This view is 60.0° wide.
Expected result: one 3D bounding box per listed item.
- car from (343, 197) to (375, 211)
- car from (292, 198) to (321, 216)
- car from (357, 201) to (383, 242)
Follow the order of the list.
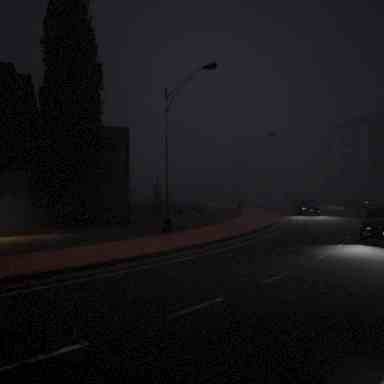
[{"bbox_3d":[17.979,1.239,35.708,2.128,1.511,4.902,0,0,1],"label":"car"},{"bbox_3d":[10.472,1.336,30.665,1.837,1.490,4.892,0,0,7],"label":"car"},{"bbox_3d":[8.790,1.388,15.216,1.837,1.490,4.892,0,0,28],"label":"car"}]
